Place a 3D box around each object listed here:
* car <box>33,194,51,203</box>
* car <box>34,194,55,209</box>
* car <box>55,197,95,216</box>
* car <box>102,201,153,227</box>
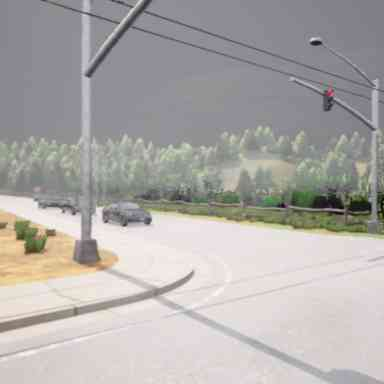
[{"bbox_3d":[-25.802,1.029,57.277,1.994,1.385,4.181,0,0,-36],"label":"car"},{"bbox_3d":[-15.977,1.205,37.515,1.994,1.385,4.181,0,0,-36],"label":"car"},{"bbox_3d":[-10.125,1.213,29.449,2.128,1.511,4.902,0,0,-36],"label":"car"},{"bbox_3d":[-4.287,1.327,21.461,1.812,1.442,4.674,0,0,-36],"label":"car"}]
